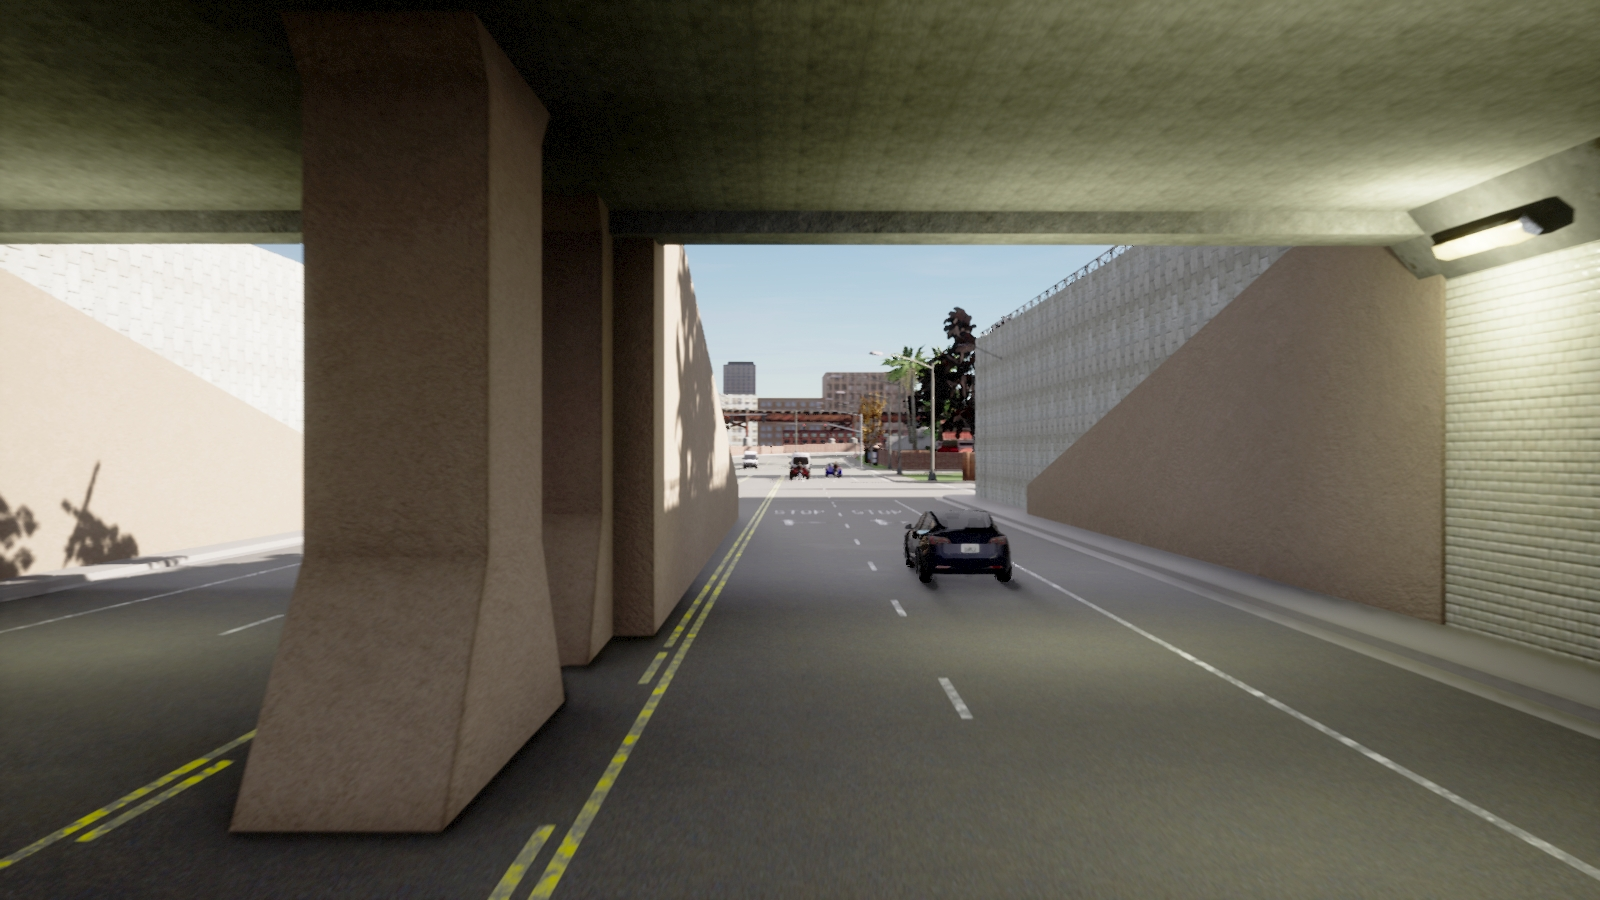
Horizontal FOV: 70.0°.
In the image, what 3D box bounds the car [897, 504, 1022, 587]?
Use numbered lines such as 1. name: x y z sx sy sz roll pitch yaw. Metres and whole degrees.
1. car: 3.461 2.063 25.751 2.163 1.488 4.792 0 0 0
